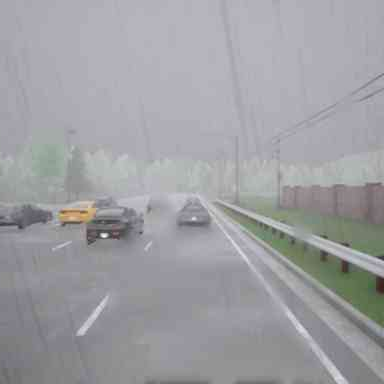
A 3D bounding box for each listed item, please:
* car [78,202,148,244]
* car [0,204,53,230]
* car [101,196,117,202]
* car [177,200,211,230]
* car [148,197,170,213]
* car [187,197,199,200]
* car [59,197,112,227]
[{"bbox_3d":[-3.388,1.409,15.267,1.837,1.490,4.892,0,0,0],"label":"car"},{"bbox_3d":[-10.384,1.420,20.223,2.033,1.411,5.357,0,0,0],"label":"car"},{"bbox_3d":[-10.369,1.254,40.265,1.837,1.490,4.892,0,1,0],"label":"car"},{"bbox_3d":[0.117,1.436,20.346,1.994,1.385,4.181,0,0,0],"label":"car"},{"bbox_3d":[-3.374,1.281,33.618,2.128,1.511,4.902,0,0,0],"label":"car"},{"bbox_3d":[0.130,1.305,38.726,2.033,1.411,5.357,0,0,0],"label":"car"},{"bbox_3d":[-6.884,1.342,21.570,1.882,1.535,5.008,0,0,0],"label":"car"}]
